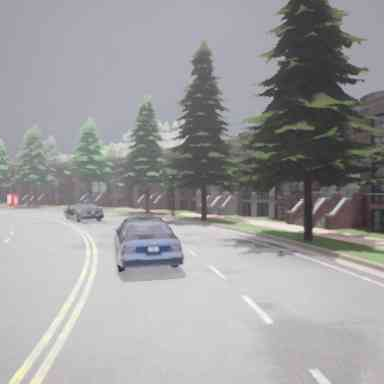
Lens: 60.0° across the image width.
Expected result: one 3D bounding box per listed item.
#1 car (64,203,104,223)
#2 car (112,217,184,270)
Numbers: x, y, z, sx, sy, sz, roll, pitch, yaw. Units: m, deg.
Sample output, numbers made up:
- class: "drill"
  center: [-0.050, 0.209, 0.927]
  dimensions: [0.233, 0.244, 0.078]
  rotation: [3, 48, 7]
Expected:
- class: "car"
  center: [-8.522, 1.540, 26.011]
  dimensions: [2.033, 1.411, 5.357]
  rotation: [0, 0, -34]
- class: "car"
  center: [-1.615, 1.535, 11.053]
  dimensions: [2.033, 1.411, 5.357]
  rotation: [0, 0, -14]
